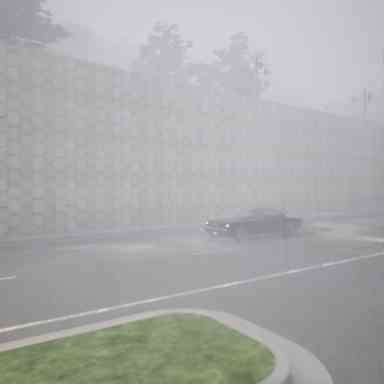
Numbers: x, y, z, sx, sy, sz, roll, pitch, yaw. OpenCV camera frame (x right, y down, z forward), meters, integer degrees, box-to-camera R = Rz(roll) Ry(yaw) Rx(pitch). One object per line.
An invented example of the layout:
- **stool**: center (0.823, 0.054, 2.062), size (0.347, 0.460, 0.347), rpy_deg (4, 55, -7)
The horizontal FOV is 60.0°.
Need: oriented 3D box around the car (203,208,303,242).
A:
- **car**: center (2.866, 1.439, 15.401), size (4.718, 1.301, 1.895), rpy_deg (-1, 1, -33)
